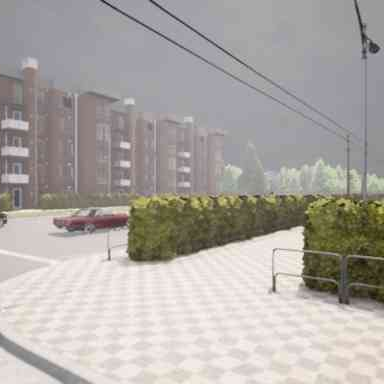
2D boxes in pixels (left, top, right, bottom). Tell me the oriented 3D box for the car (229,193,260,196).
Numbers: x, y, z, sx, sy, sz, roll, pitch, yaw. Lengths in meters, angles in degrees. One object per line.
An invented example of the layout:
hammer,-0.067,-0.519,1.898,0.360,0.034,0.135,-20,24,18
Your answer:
car,7.179,1.202,47.865,2.150,2.045,5.566,0,0,36

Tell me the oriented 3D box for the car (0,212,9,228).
car,-13.266,1.456,19.248,1.882,1.535,5.008,-1,0,28

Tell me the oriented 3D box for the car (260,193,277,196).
car,11.151,1.205,47.346,2.150,2.045,5.566,0,0,37

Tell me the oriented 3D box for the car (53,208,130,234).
car,-5.275,1.586,19.044,1.895,1.301,4.718,0,0,38
